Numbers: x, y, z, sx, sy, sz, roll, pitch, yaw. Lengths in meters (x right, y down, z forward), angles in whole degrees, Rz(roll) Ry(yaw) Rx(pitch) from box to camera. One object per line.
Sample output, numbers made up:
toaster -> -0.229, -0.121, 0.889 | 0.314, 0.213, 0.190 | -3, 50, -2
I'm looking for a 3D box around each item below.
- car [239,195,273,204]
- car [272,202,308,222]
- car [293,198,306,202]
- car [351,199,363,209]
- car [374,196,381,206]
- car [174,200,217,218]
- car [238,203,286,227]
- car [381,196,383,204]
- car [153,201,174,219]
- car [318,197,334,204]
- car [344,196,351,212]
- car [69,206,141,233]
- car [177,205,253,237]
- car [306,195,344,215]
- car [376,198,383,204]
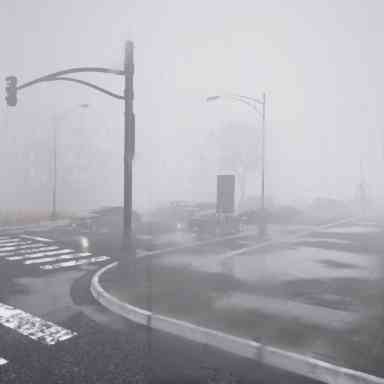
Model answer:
car -> 7.164, 1.358, 36.772 | 2.150, 2.045, 5.566 | 1, 0, 36
car -> 7.964, 1.779, 27.898 | 1.802, 1.307, 4.206 | 1, 0, 36
car -> 18.123, 1.727, 56.071 | 1.752, 1.417, 4.829 | 1, 0, 36
car -> 24.976, 1.773, 51.244 | 1.967, 1.590, 4.097 | 1, 0, 36
car -> 34.943, 1.940, 64.796 | 1.752, 1.417, 4.829 | 1, 0, 36
car -> 0.919, 1.591, 28.301 | 1.837, 1.490, 4.892 | 1, 0, 36
car -> 4.718, 1.737, 23.483 | 1.947, 1.339, 4.313 | 1, 0, 36
car -> 41.423, 1.784, 73.602 | 2.192, 1.841, 5.009 | 1, 0, 36
car -> -1.612, 1.481, 29.454 | 1.967, 1.590, 4.097 | 1, 0, 36
car -> 28.091, 1.849, 69.622 | 1.947, 1.339, 4.313 | 1, 0, 36
car -> 18.441, 1.720, 42.272 | 1.967, 1.590, 4.097 | 1, 0, 36
car -> -5.086, 1.564, 20.139 | 1.812, 1.442, 4.674 | 1, 0, 36
car -> 1.470, 1.696, 19.067 | 2.008, 1.369, 4.403 | 1, 0, 36
car -> 15.180, 1.569, 37.780 | 2.192, 1.841, 5.009 | 1, 0, 36
car -> 44.709, 2.047, 78.075 | 2.008, 1.369, 4.403 | 1, 0, 36
